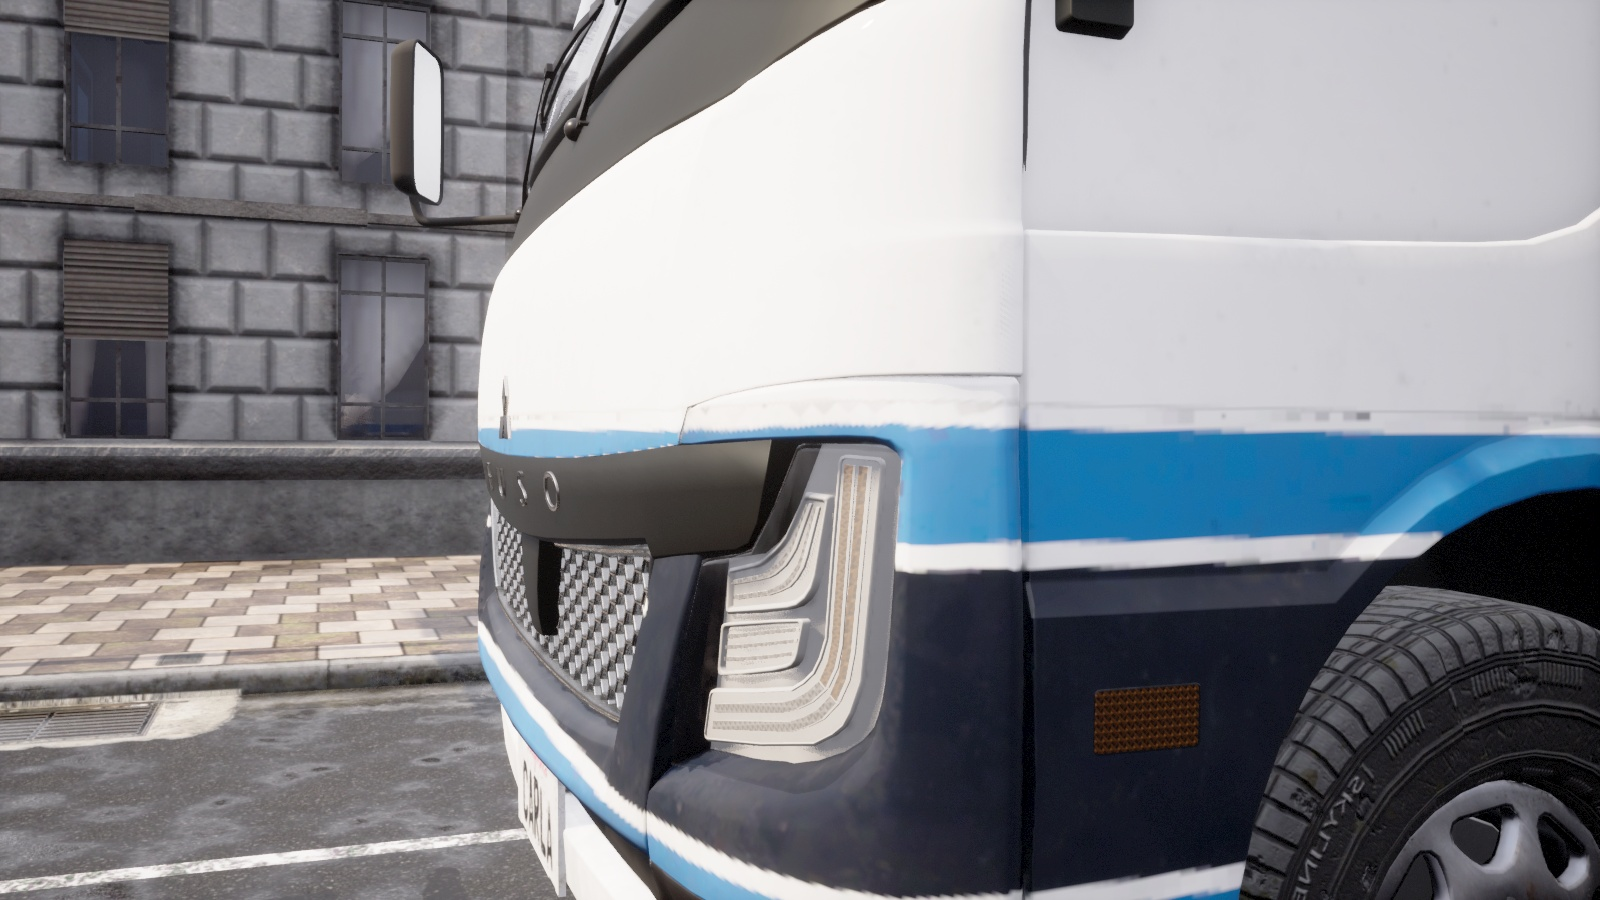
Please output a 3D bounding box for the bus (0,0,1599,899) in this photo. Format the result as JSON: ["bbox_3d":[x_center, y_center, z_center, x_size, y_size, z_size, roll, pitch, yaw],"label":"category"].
[{"bbox_3d":[3.496,-0.691,4.578,10.273,4.253,3.944,-1,1,-21],"label":"bus"}]
